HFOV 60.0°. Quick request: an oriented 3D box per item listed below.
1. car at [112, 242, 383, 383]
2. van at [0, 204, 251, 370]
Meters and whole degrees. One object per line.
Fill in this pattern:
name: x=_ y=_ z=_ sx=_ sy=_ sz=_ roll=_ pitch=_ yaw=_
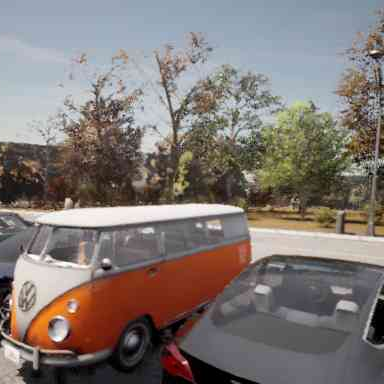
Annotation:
car: x=1.642 y=1.502 z=4.011 sx=2.163 sy=1.488 sz=4.792 roll=1 pitch=0 yaw=35
van: x=-0.702 y=1.222 z=5.503 sx=1.878 sy=1.987 sz=4.442 roll=1 pitch=0 yaw=35
